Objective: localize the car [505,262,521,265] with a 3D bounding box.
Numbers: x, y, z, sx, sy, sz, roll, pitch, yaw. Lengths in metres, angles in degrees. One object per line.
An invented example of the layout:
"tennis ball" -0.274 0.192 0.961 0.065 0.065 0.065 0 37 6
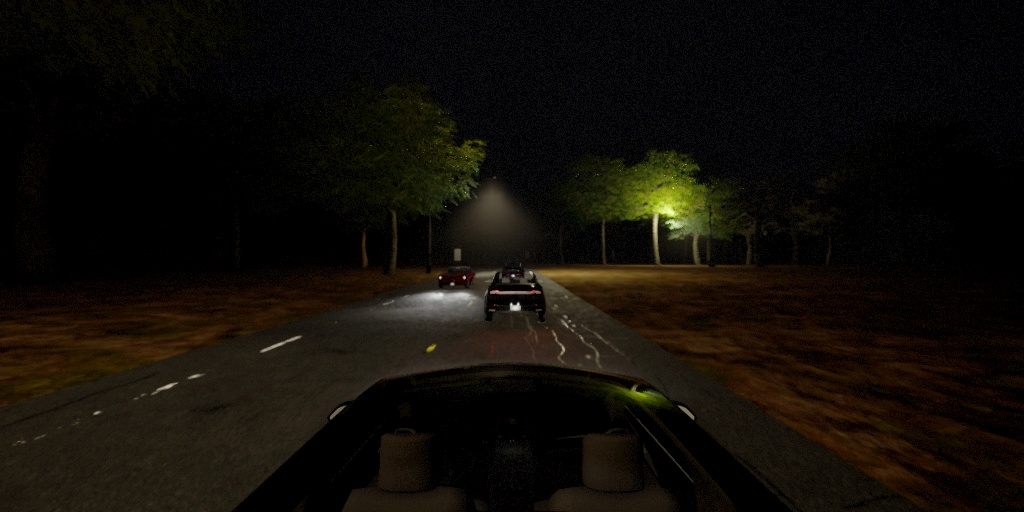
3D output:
"car" 0.097 1.266 30.213 1.837 1.490 4.892 0 0 0

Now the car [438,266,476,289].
"car" -3.519 1.358 23.434 1.895 1.301 4.718 0 0 0

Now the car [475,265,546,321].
"car" 0.098 1.243 12.496 2.128 1.511 4.902 0 0 0
